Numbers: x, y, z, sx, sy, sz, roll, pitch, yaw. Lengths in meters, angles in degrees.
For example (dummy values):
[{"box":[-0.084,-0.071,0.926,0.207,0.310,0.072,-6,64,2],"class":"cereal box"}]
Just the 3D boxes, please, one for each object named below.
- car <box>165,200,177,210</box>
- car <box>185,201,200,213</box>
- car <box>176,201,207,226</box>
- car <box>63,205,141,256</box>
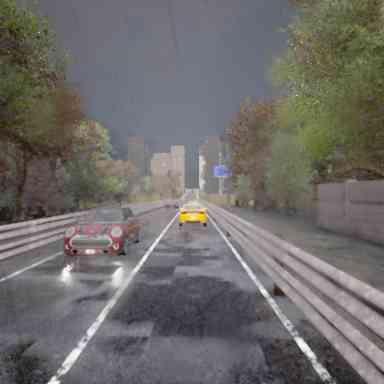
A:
[{"box":[-3.298,2.008,53.584,1.882,1.535,5.008,0,-1,0],"class":"car"},{"box":[0.098,1.869,43.275,1.812,1.442,4.674,0,-1,0],"class":"car"},{"box":[0.076,1.580,24.578,1.882,1.535,5.008,0,0,0],"class":"car"},{"box":[-3.345,1.376,13.175,2.097,1.767,4.553,0,0,0],"class":"car"}]
